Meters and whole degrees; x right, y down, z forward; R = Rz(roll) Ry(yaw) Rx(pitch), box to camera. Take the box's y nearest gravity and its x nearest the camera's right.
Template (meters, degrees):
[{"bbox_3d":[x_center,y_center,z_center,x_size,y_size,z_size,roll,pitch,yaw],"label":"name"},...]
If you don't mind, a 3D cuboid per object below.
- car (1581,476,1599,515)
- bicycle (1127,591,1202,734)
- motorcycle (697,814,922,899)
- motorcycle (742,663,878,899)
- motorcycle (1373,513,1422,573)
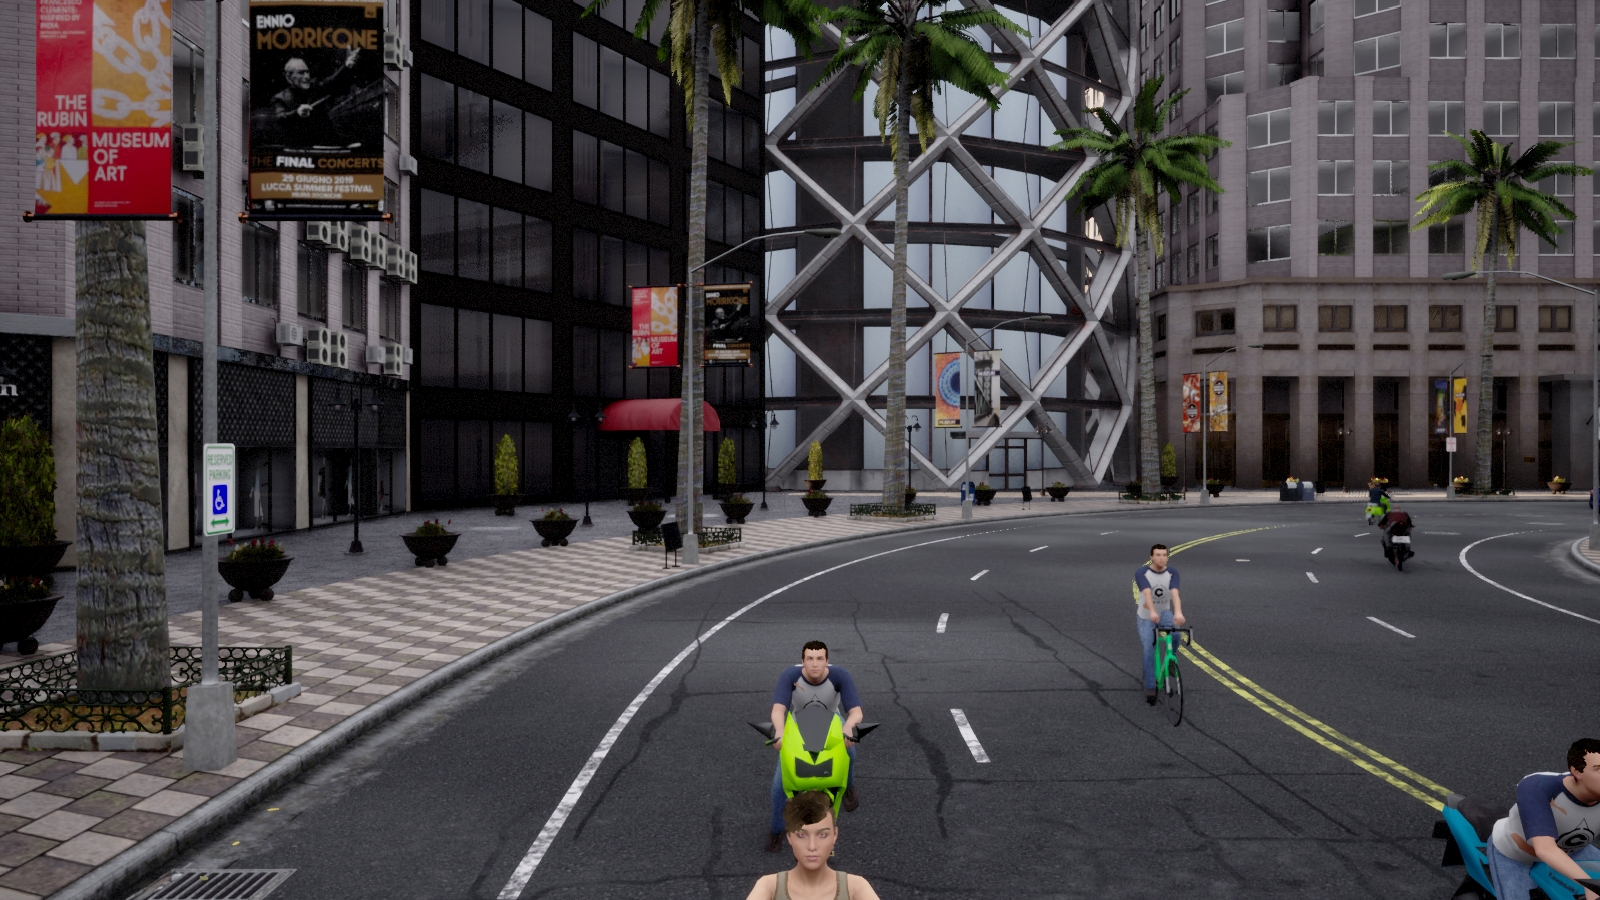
[{"bbox_3d":[36.842,1.968,49.589,4.611,1.667,2.242,0,0,-11],"label":"car"},{"bbox_3d":[3.841,2.206,12.133,0.373,1.196,1.643,0,0,4],"label":"bicycle"},{"bbox_3d":[0.030,2.170,3.616,0.764,1.277,2.356,0,0,1],"label":"motorcycle"},{"bbox_3d":[0.085,2.213,7.771,0.803,1.145,2.033,0,0,1],"label":"motorcycle"},{"bbox_3d":[14.331,2.205,27.435,0.867,1.251,2.209,0,0,23],"label":"motorcycle"}]
